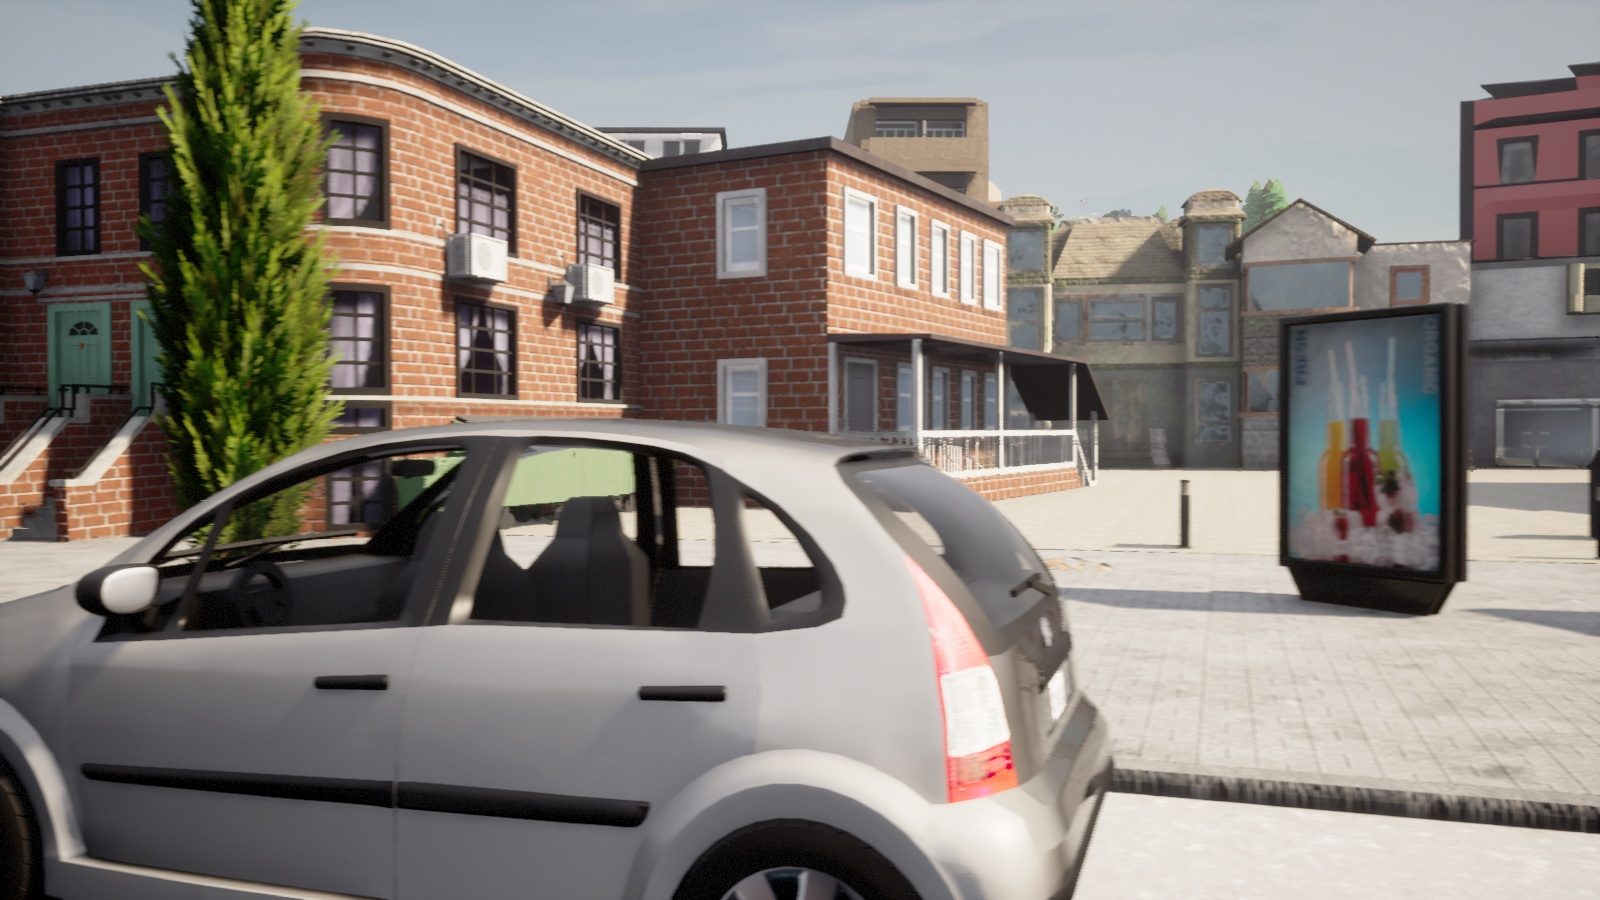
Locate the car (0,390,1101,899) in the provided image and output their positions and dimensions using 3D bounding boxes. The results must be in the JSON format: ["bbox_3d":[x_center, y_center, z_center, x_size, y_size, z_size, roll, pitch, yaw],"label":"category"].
[{"bbox_3d":[-1.150,0.655,4.104,3.988,1.617,1.851,1,1,19],"label":"car"}]
